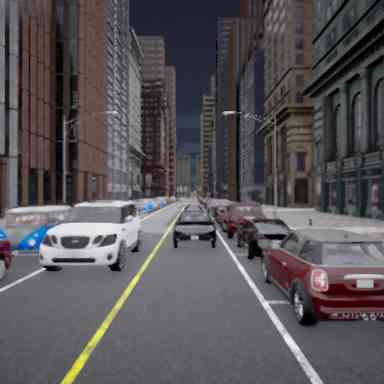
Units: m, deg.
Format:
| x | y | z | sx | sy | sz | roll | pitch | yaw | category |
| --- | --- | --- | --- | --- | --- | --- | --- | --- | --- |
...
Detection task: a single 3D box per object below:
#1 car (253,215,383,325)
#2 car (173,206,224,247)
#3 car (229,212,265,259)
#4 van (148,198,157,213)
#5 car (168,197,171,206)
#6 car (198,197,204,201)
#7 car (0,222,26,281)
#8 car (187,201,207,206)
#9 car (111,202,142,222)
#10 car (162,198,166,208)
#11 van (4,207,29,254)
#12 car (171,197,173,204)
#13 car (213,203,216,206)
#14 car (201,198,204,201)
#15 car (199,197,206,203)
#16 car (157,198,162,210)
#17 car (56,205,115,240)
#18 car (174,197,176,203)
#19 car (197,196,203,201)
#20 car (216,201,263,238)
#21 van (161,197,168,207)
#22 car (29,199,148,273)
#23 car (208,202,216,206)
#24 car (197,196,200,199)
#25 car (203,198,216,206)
| x | y | z | sx | sy | sz | roll | pitch | yaw | category |
| --- | --- | --- | --- | --- | --- | --- | --- | --- | --- |
| 2.765 | 1.504 | 7.248 | 1.967 | 1.590 | 4.097 | 0 | 0 | 0 | car |
| 0.113 | 1.627 | 15.668 | 2.128 | 1.511 | 4.902 | 0 | 0 | 0 | car |
| 2.770 | 1.679 | 12.883 | 1.947 | 1.339 | 4.313 | 0 | 0 | 0 | car |
| -5.729 | 1.694 | 41.066 | 1.690 | 1.788 | 3.998 | 0 | 0 | 0 | van |
| -5.709 | 1.995 | 63.610 | 1.967 | 1.590 | 4.097 | 0 | -1 | 0 | car |
| 2.822 | 2.190 | 69.244 | 1.802 | 1.307 | 4.206 | 0 | -1 | 0 | car |
| -5.760 | 1.607 | 7.246 | 1.887 | 1.381 | 4.507 | 0 | 0 | 0 | car |
| 0.128 | 1.841 | 32.084 | 1.994 | 1.385 | 4.181 | 0 | 0 | 0 | car |
| -5.739 | 1.696 | 29.793 | 1.967 | 1.590 | 4.097 | 0 | 0 | 0 | car |
| -5.719 | 2.003 | 52.337 | 2.008 | 1.369 | 4.403 | 0 | -1 | 0 | car |
| -5.755 | 1.451 | 12.884 | 1.690 | 1.788 | 3.998 | 0 | 0 | 0 | van |
| -5.704 | 1.920 | 69.248 | 2.192 | 1.841 | 5.009 | 0 | -1 | 0 | car |
| 2.781 | 1.754 | 24.156 | 1.887 | 1.381 | 4.507 | 0 | 0 | 0 | car |
| 2.806 | 2.021 | 52.336 | 1.947 | 1.339 | 4.313 | 0 | -1 | 0 | car |
| 2.842 | 2.255 | 91.790 | 1.967 | 1.590 | 4.097 | 0 | -1 | 0 | car |
| -5.724 | 1.926 | 46.531 | 1.752 | 1.417 | 4.829 | 0 | -1 | 0 | car |
| -5.750 | 1.599 | 18.520 | 1.967 | 1.590 | 4.097 | 0 | 0 | 0 | car |
| -5.693 | 2.274 | 80.519 | 1.947 | 1.339 | 4.313 | 0 | -1 | 0 | car |
| 2.832 | 2.292 | 80.516 | 1.802 | 1.307 | 4.206 | 0 | -1 | 0 | car |
| 2.775 | 1.476 | 18.522 | 2.192 | 1.841 | 5.009 | 0 | 0 | 0 | car |
| -5.714 | 1.844 | 57.975 | 1.690 | 1.788 | 3.998 | 0 | -1 | 0 | van |
| -3.089 | 1.320 | 11.437 | 2.150 | 2.045 | 5.566 | 0 | 0 | 0 | car |
| 2.786 | 1.824 | 29.792 | 1.947 | 1.339 | 4.313 | 0 | 0 | 0 | car |
| 2.837 | 2.344 | 86.153 | 1.802 | 1.307 | 4.206 | 0 | -1 | 0 | car |
| 2.796 | 1.795 | 41.064 | 1.967 | 1.590 | 4.097 | 0 | -1 | 0 | car |
